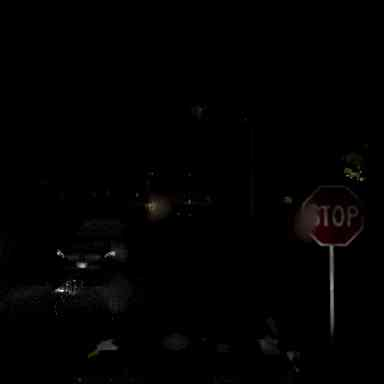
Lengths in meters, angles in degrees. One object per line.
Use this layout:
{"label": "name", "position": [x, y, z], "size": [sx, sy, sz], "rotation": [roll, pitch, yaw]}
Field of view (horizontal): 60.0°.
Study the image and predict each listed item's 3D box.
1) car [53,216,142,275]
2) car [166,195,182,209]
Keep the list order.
{"label": "car", "position": [-2.737, 1.527, 10.607], "size": [1.812, 1.442, 4.674], "rotation": [1, 1, 0]}
{"label": "car", "position": [-2.721, 1.430, 50.722], "size": [2.150, 2.045, 5.566], "rotation": [0, 0, 0]}
